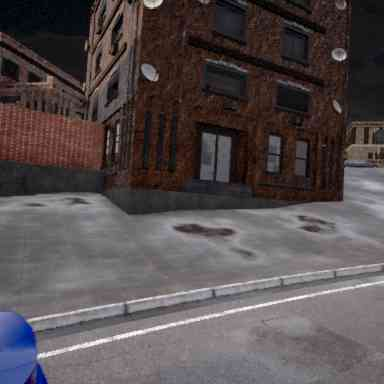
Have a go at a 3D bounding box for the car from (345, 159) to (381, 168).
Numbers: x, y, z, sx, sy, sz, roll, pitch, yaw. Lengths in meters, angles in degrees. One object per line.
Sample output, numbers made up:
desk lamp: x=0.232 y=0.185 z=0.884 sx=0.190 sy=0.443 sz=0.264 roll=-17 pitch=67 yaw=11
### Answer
car: x=21.220 y=-3.296 z=41.901 sx=4.553 sy=1.767 sz=2.185 roll=2 pitch=-3 yaw=15

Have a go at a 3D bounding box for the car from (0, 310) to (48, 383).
car: x=-3.312 y=1.469 z=1.386 sx=5.008 sy=1.535 sz=1.882 roll=0 pitch=0 yaw=-36
